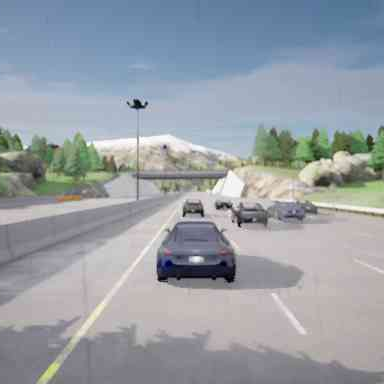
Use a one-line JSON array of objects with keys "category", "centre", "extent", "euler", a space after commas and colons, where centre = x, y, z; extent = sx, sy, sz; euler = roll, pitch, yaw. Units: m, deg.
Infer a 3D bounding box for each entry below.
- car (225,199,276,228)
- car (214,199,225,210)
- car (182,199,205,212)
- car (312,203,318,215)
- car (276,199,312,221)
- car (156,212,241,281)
[{"category": "car", "centre": [3.610, 1.386, 21.534], "extent": [2.128, 1.511, 4.902], "euler": [0, 0, 0]}, {"category": "car", "centre": [3.615, 1.411, 38.946], "extent": [1.895, 1.301, 4.718], "euler": [0, 0, 0]}, {"category": "car", "centre": [0.112, 1.345, 30.020], "extent": [2.128, 1.511, 4.902], "euler": [0, 0, 0]}, {"category": "car", "centre": [10.613, 1.406, 32.365], "extent": [1.994, 1.385, 4.181], "euler": [0, 0, 0]}, {"category": "car", "centre": [7.109, 1.422, 25.681], "extent": [2.033, 1.411, 5.357], "euler": [0, 0, 0]}, {"category": "car", "centre": [0.103, 1.516, 9.689], "extent": [1.994, 1.385, 4.181], "euler": [0, 0, 0]}]
